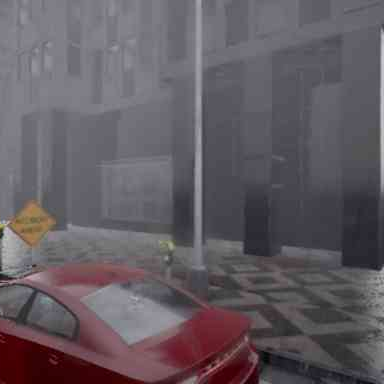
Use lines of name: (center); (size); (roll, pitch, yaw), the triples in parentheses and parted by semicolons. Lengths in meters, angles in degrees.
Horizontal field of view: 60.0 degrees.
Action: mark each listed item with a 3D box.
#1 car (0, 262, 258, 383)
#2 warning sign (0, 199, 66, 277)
car: (-1.459, 1.548, 4.002); (4.507, 1.381, 1.887); (0, 0, 36)
warning sign: (-4.242, 1.123, 8.826); (1.060, 1.860, 1.300); (0, 0, 36)
